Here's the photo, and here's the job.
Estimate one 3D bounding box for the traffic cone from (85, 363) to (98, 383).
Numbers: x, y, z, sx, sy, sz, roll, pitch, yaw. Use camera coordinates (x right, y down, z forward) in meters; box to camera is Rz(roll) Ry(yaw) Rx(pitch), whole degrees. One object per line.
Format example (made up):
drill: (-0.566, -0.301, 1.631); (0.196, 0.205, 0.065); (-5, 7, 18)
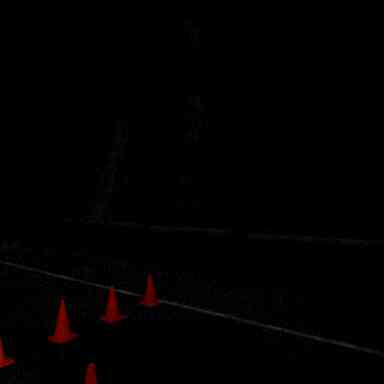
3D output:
traffic cone: (-0.989, 1.979, 3.263); (0.340, 0.580, 0.340); (-1, 0, 36)

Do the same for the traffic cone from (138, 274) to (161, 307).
traffic cone: (-0.871, 2.000, 6.865); (0.340, 0.580, 0.340); (-1, 0, 35)

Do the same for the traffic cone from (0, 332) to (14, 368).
traffic cone: (-2.615, 1.996, 4.427); (0.340, 0.580, 0.340); (-1, 0, 36)

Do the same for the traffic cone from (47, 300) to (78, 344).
traffic cone: (-2.035, 1.997, 5.241); (0.340, 0.580, 0.340); (-1, 0, 35)

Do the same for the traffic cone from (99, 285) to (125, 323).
traffic cone: (-1.453, 1.999, 6.053); (0.340, 0.580, 0.340); (-1, 0, 36)
